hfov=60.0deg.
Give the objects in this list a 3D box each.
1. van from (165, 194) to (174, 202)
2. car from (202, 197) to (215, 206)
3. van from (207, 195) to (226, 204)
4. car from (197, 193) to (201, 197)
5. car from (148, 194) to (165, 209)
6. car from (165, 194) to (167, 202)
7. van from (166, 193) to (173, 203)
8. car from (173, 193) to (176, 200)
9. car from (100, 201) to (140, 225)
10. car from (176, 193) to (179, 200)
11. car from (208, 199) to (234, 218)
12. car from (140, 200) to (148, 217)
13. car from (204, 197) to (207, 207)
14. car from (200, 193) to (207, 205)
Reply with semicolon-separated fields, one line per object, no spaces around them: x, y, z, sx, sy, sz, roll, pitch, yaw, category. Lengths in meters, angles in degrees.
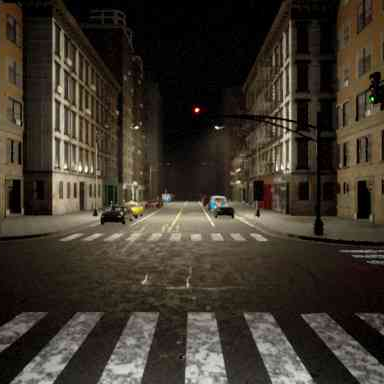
-5.215;1.317;77.955;1.690;1.788;3.998;0;0;0;van
2.809;1.548;56.308;1.947;1.339;4.313;0;0;0;car
2.741;1.329;34.683;1.690;1.788;3.998;0;0;0;van
2.894;1.519;83.339;1.887;1.381;4.507;0;0;0;car
-5.279;1.425;45.518;1.967;1.590;4.097;0;0;0;car
-5.269;1.509;50.754;1.752;1.417;4.829;0;0;0;car
-5.237;1.320;67.142;1.690;1.788;3.998;0;0;0;van
-5.226;1.292;72.548;2.192;1.841;5.009;0;0;0;car
-5.321;1.543;23.893;2.008;1.369;4.403;0;0;0;car
-5.194;1.523;88.768;2.008;1.369;4.403;0;0;0;car
2.723;1.541;29.277;2.008;1.369;4.403;0;0;0;car
-5.311;1.515;29.129;1.752;1.417;4.829;0;0;0;car
2.757;1.568;40.090;1.802;1.307;4.206;0;0;0;car
2.792;1.298;50.902;2.192;1.841;5.009;0;0;0;car
